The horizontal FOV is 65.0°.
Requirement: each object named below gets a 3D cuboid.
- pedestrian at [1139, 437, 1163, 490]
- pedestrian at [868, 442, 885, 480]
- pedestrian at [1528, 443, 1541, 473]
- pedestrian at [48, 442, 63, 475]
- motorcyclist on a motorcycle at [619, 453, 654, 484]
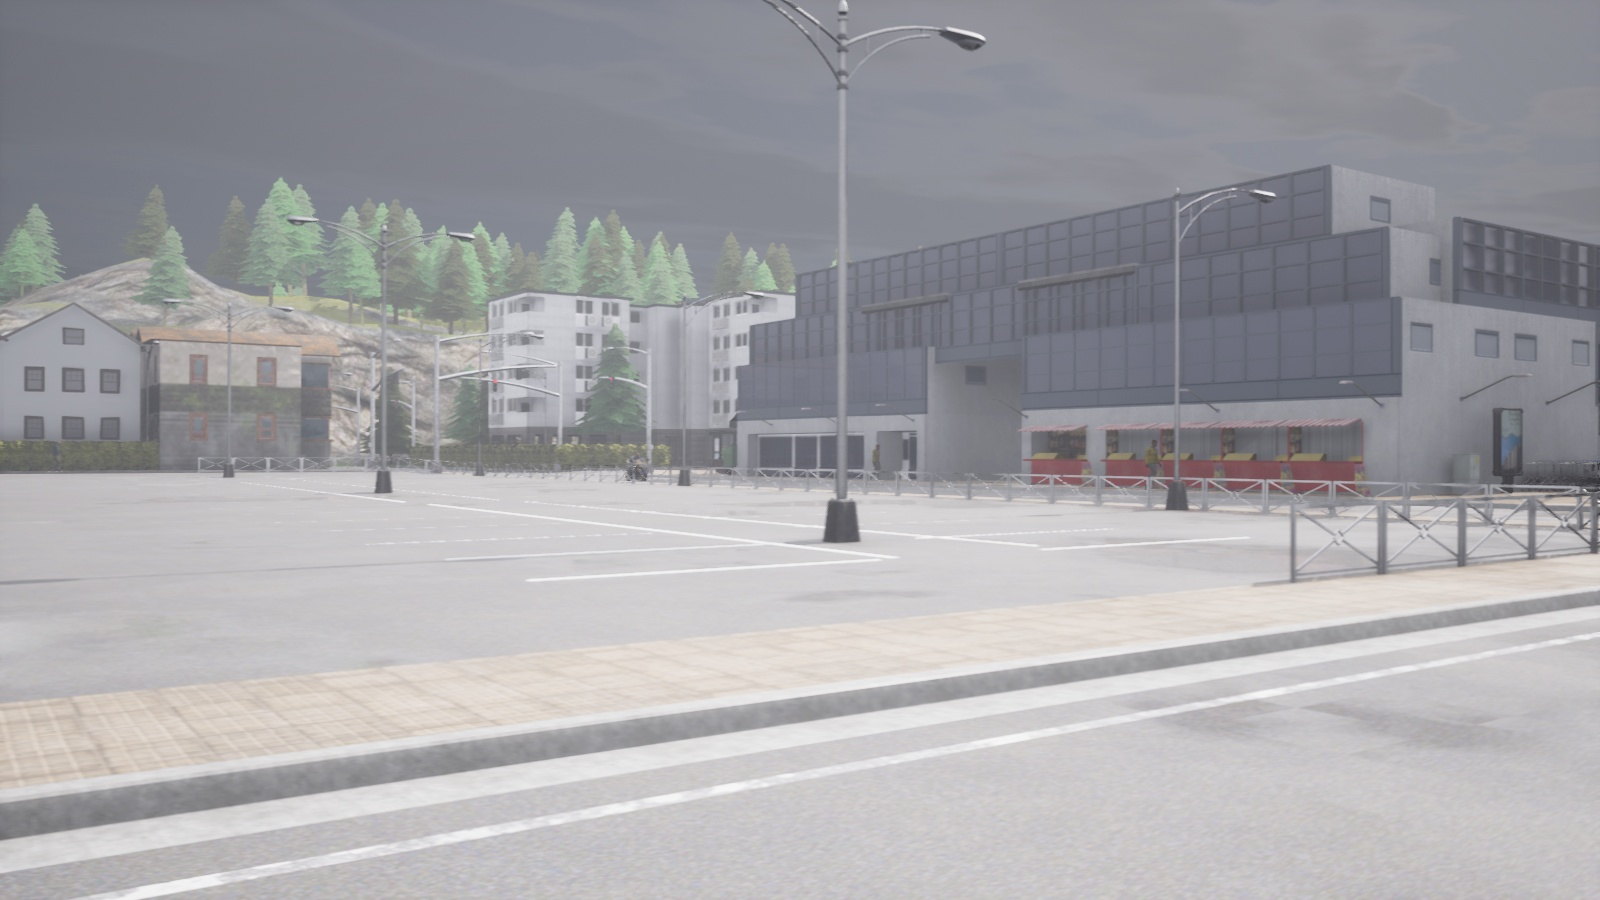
[{"bbox_3d":[12.493,0.473,44.673,0.431,1.840,0.709,0,0,-37],"label":"pedestrian"},{"bbox_3d":[3.665,0.530,60.271,0.431,1.840,0.709,0,0,-38],"label":"pedestrian"},{"bbox_3d":[45.187,0.484,77.223,0.345,1.836,0.594,0,0,-36],"label":"pedestrian"},{"bbox_3d":[-42.604,0.477,71.898,0.726,1.842,0.402,0,0,-34],"label":"pedestrian"},{"bbox_3d":[-8.219,0.936,62.977,0.866,1.530,2.191,0,0,-34],"label":"motorcyclist on a motorcycle"}]
